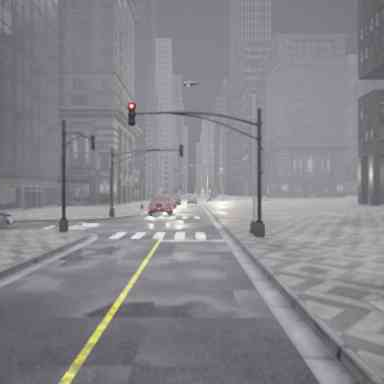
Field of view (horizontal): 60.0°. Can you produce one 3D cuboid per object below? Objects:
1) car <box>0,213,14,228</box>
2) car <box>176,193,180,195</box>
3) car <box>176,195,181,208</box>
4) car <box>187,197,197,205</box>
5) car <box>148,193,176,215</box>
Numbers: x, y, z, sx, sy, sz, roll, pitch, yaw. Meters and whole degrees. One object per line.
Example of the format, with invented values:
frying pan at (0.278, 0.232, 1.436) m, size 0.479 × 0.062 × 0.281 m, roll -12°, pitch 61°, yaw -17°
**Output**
car at (-14.250, 1.690, 21.691) m, size 4.902 × 1.511 × 2.128 m, roll -1°, pitch 0°, yaw -1°
car at (-3.015, 1.247, 57.583) m, size 2.150 × 2.045 × 5.566 m, roll 0°, pitch 0°, yaw 1°
car at (-3.067, 1.508, 46.687) m, size 2.128 × 1.511 × 4.902 m, roll 0°, pitch 0°, yaw 0°
car at (0.033, 1.576, 61.317) m, size 2.033 × 1.411 × 5.357 m, roll 0°, pitch 0°, yaw 0°
car at (-3.083, 1.230, 33.747) m, size 2.150 × 2.045 × 5.566 m, roll 0°, pitch 0°, yaw 0°
